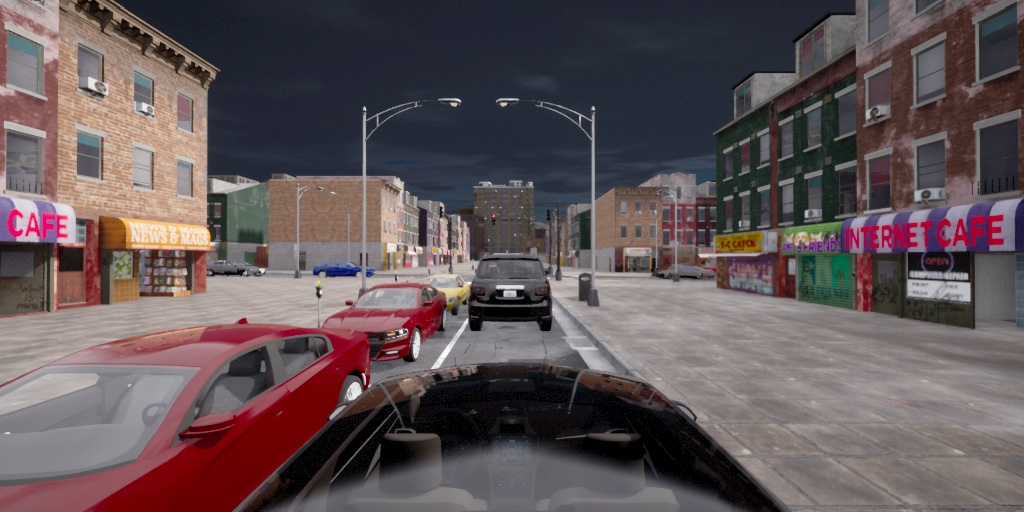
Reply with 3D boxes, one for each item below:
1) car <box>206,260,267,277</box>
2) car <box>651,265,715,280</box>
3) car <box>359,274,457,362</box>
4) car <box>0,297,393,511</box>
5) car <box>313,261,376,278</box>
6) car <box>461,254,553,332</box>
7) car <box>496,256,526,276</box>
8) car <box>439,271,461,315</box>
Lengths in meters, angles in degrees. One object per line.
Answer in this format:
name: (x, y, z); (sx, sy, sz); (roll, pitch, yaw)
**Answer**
car: (-23.856, 1.102, 30.792); (4.902, 1.511, 2.128); (0, 0, 0)
car: (16.141, 1.540, 33.909); (5.357, 1.411, 2.033); (1, 0, 0)
car: (-2.631, 1.298, 8.235); (1.888, 1.381, 4.507); (0, 0, 0)
car: (-2.636, 1.295, 2.741); (1.888, 1.381, 4.507); (0, 0, 0)
car: (-14.357, 1.156, 30.828); (5.008, 1.535, 1.882); (0, 0, -1)
car: (-0.019, 0.976, 11.058); (2.150, 2.045, 5.566); (0, 0, 1)
car: (-0.224, 1.019, 39.763); (2.150, 2.045, 5.566); (-2, 0, -12)
car: (-2.626, 1.282, 13.559); (1.751, 1.417, 4.829); (0, 0, 0)
